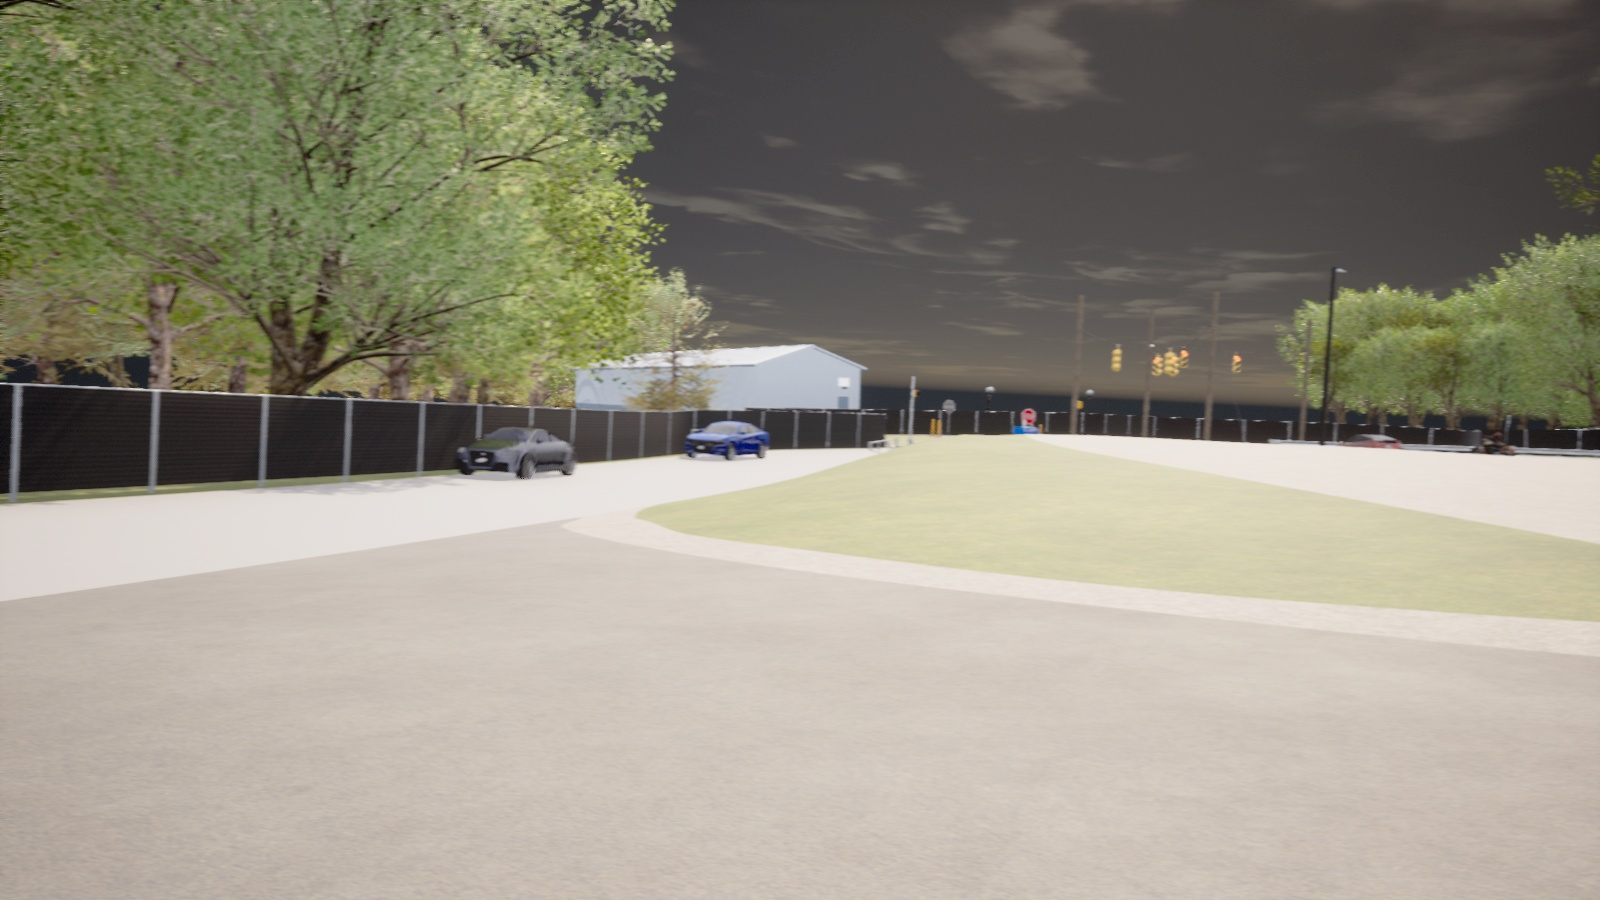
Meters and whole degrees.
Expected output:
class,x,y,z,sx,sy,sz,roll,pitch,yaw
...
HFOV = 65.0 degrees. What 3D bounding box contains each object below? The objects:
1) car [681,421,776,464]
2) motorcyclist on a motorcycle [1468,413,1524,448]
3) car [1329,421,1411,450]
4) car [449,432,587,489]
class,x,y,z,sx,sy,sz,roll,pitch,yaw
car,-2.837,-0.345,51.205,1.882,1.535,5.008,3,3,22
motorcyclist on a motorcycle,33.125,-0.927,59.807,0.766,1.649,2.350,0,0,-23
car,31.040,-0.769,68.556,2.007,1.525,4.514,1,0,-7
car,-7.908,0.235,35.619,1.994,1.385,4.181,2,2,17
